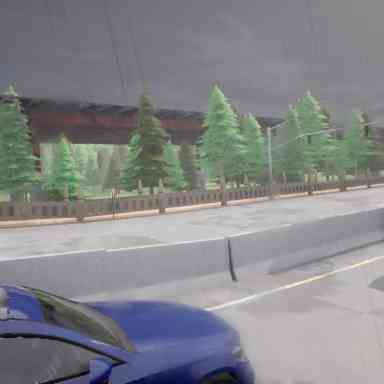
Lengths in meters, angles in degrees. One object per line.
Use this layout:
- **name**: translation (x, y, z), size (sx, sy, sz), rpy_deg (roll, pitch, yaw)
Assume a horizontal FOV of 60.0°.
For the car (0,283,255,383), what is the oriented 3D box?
- **car**: translation (-1.585, 1.526, 2.622), size (4.674, 1.442, 1.812), rpy_deg (0, 0, -35)
